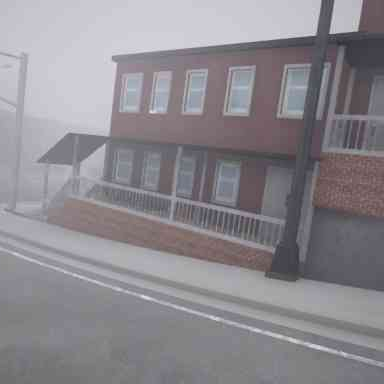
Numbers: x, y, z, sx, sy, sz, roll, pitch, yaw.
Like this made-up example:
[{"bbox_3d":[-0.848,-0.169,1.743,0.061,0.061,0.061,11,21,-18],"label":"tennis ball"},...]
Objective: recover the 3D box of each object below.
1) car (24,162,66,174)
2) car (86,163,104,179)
[{"bbox_3d":[-17.591,-3.049,40.000,2.128,1.511,4.902,11,7,35],"label":"car"},{"bbox_3d":[-10.931,-2.750,43.260,2.150,2.045,5.566,11,7,35],"label":"car"}]
